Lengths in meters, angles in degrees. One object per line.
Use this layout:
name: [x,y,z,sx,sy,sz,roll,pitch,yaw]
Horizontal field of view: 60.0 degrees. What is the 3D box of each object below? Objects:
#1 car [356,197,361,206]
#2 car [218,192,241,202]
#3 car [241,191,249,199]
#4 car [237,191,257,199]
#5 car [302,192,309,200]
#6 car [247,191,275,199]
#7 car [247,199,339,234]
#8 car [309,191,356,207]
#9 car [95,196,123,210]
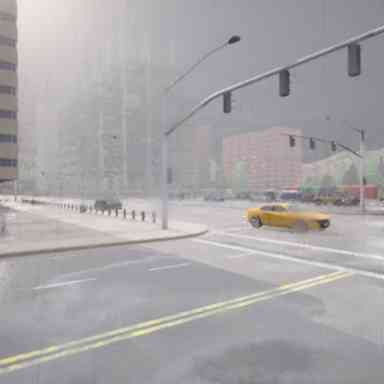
car: [20.535,0.891,44.793,1.905,1.878,3.866,0,0,-36]
car: [8.556,1.076,76.242,1.970,1.475,3.806,0,0,-36]
car: [10.915,1.027,77.920,1.784,1.438,3.905,0,0,-36]
car: [13.071,0.799,79.516,1.932,1.855,4.605,0,0,-36]
car: [26.327,0.765,70.463,1.932,1.855,4.605,0,0,-36]
car: [12.613,1.113,60.594,1.970,1.475,3.806,0,0,-36]
car: [5.362,1.380,19.001,1.882,1.535,5.008,-1,0,-37]
car: [18.146,0.906,43.159,1.932,1.855,4.605,0,0,-36]
car: [-10.134,1.245,40.475,2.097,1.767,4.553,0,0,-36]
